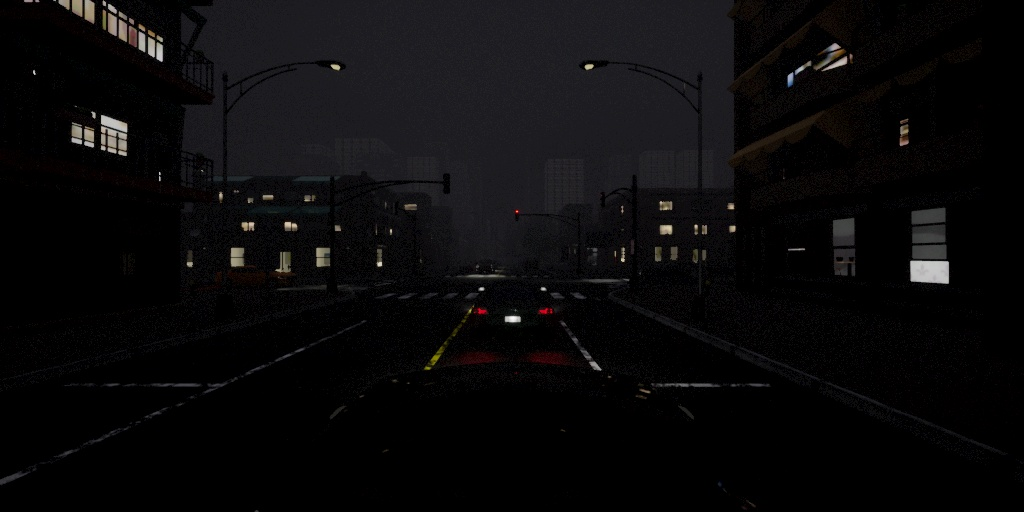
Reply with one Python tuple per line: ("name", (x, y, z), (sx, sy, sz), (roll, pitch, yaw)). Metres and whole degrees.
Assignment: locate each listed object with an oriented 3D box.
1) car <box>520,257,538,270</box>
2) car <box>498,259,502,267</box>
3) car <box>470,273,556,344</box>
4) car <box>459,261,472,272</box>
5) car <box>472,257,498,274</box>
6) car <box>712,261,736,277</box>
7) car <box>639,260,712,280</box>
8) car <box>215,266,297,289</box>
("car", (2.735, 1.092, 52.039), (2.192, 1.841, 5.009), (0, 0, 0))
("car", (-3.050, 1.326, 53.293), (2.033, 1.411, 5.357), (0, 0, 0))
("car", (0.016, 1.315, 9.647), (1.994, 1.385, 4.181), (0, 0, 0))
("car", (-5.738, 1.316, 46.525), (1.888, 1.381, 4.507), (0, 0, 0))
("car", (-3.001, 1.117, 40.711), (2.097, 1.767, 4.553), (0, 0, -2))
("car", (17.522, 1.113, 30.832), (4.313, 1.339, 1.948), (0, 0, 0))
("car", (12.551, 1.089, 28.246), (4.902, 1.511, 2.128), (-1, 0, 0))
("car", (-17.776, 1.420, 25.055), (5.008, 1.535, 1.882), (-1, 0, 0))
